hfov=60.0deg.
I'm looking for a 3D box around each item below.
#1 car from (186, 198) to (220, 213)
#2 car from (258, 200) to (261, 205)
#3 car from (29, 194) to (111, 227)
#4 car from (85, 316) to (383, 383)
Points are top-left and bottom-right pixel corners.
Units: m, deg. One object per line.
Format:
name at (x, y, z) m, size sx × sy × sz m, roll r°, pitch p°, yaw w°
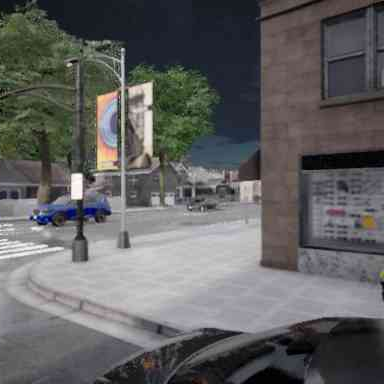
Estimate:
car at (1.240, 1.394, 36.258) m, size 1.837 × 1.490 × 4.892 m, roll 0°, pitch 0°, yaw 36°
car at (12.078, 1.406, 51.255) m, size 2.033 × 1.411 × 5.357 m, roll 0°, pitch 0°, yaw 36°
car at (-8.210, 1.198, 23.037) m, size 2.150 × 2.045 × 5.566 m, roll 0°, pitch 1°, yaw 36°
car at (1.046, 1.567, 2.063) m, size 4.313 × 1.339 × 1.947 m, roll 0°, pitch 0°, yaw 36°
